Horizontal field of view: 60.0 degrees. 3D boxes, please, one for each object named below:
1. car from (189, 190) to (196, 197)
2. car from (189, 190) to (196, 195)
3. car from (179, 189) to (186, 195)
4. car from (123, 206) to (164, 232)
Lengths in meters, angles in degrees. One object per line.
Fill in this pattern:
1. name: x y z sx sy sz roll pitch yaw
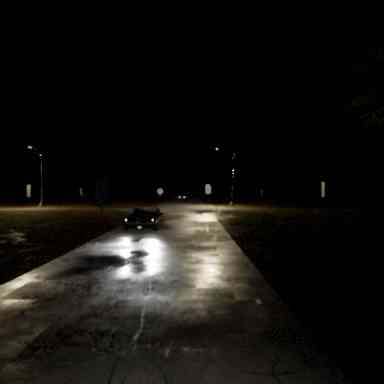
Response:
1. car: 0.138 0.480 85.115 1.994 1.385 4.181 0 1 0
2. car: 0.155 0.201 95.166 1.994 1.385 4.181 0 1 0
3. car: -2.605 0.008 89.341 2.033 1.411 5.357 0 1 0
4. car: -2.779 1.547 19.842 1.895 1.301 4.718 0 1 0
